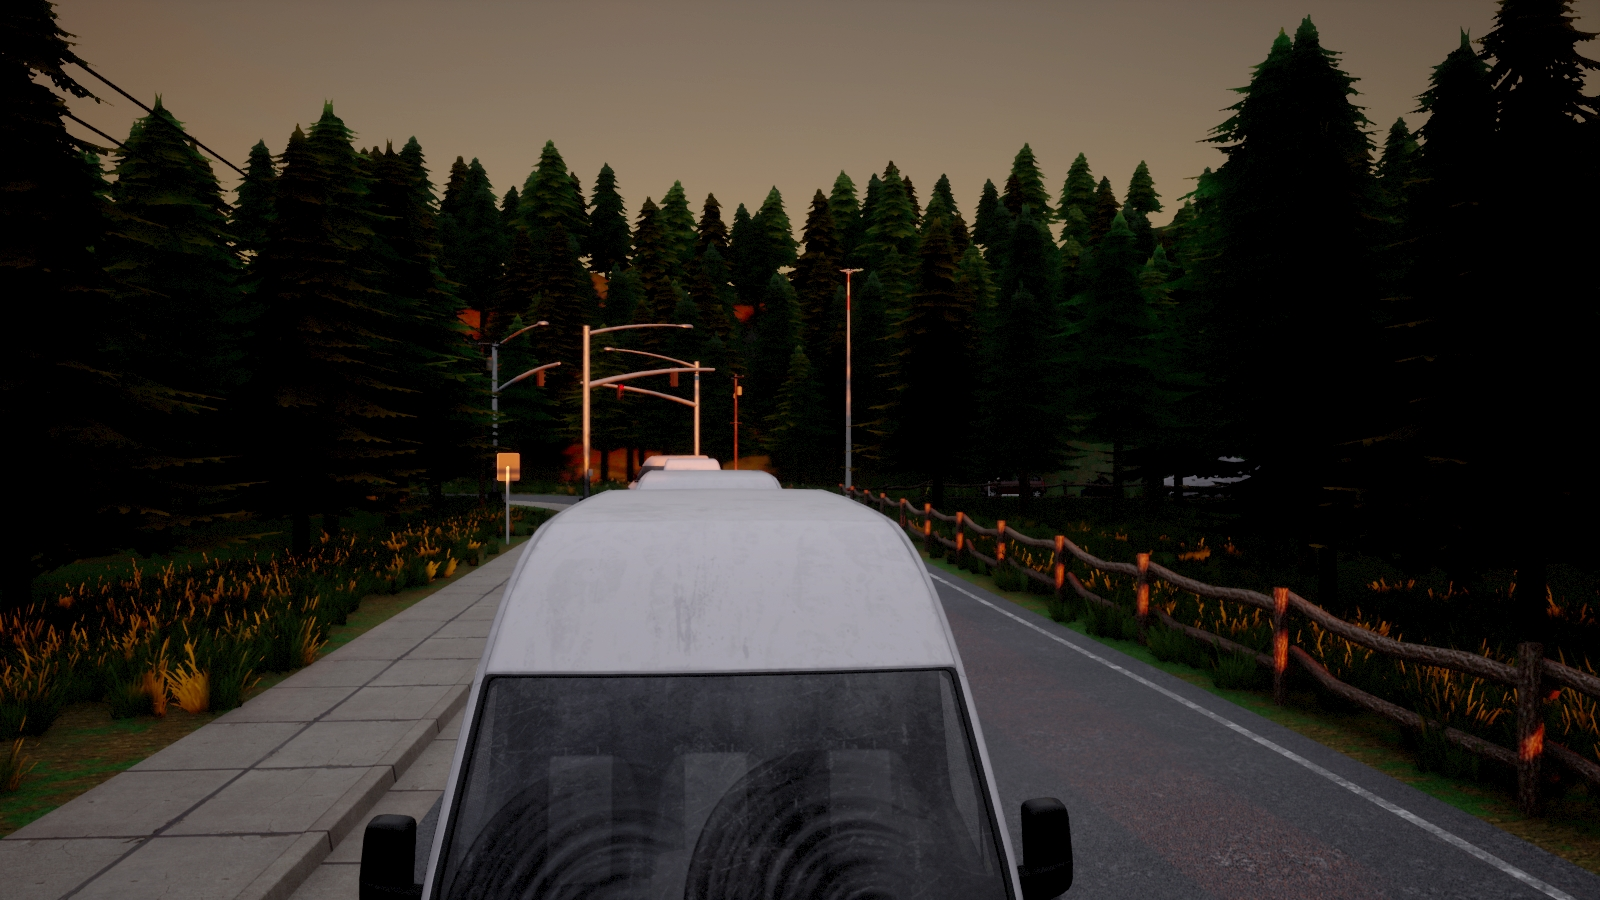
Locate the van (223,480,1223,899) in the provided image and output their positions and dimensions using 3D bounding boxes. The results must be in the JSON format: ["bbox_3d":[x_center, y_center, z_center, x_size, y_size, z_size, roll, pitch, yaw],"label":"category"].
[{"bbox_3d":[-0.360,1.499,5.226,1.988,2.561,5.915,0,0,-5],"label":"van"}]

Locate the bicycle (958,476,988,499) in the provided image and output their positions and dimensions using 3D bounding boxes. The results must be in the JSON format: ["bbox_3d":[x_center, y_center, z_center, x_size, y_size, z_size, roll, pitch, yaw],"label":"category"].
[{"bbox_3d":[9.876,2.158,65.277,1.487,1.276,0.859,0,0,-6],"label":"bicycle"}]

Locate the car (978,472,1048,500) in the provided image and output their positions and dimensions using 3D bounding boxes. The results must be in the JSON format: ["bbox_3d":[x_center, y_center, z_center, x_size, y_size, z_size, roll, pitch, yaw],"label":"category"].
[{"bbox_3d":[12.149,2.026,65.282,3.705,1.549,1.789,0,0,3],"label":"car"}]

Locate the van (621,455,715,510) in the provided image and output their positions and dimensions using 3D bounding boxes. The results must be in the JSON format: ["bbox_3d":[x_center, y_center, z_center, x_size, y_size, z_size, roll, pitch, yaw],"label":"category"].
[{"bbox_3d":[-6.375,1.515,56.025,1.988,2.561,5.915,0,0,22],"label":"van"}]
